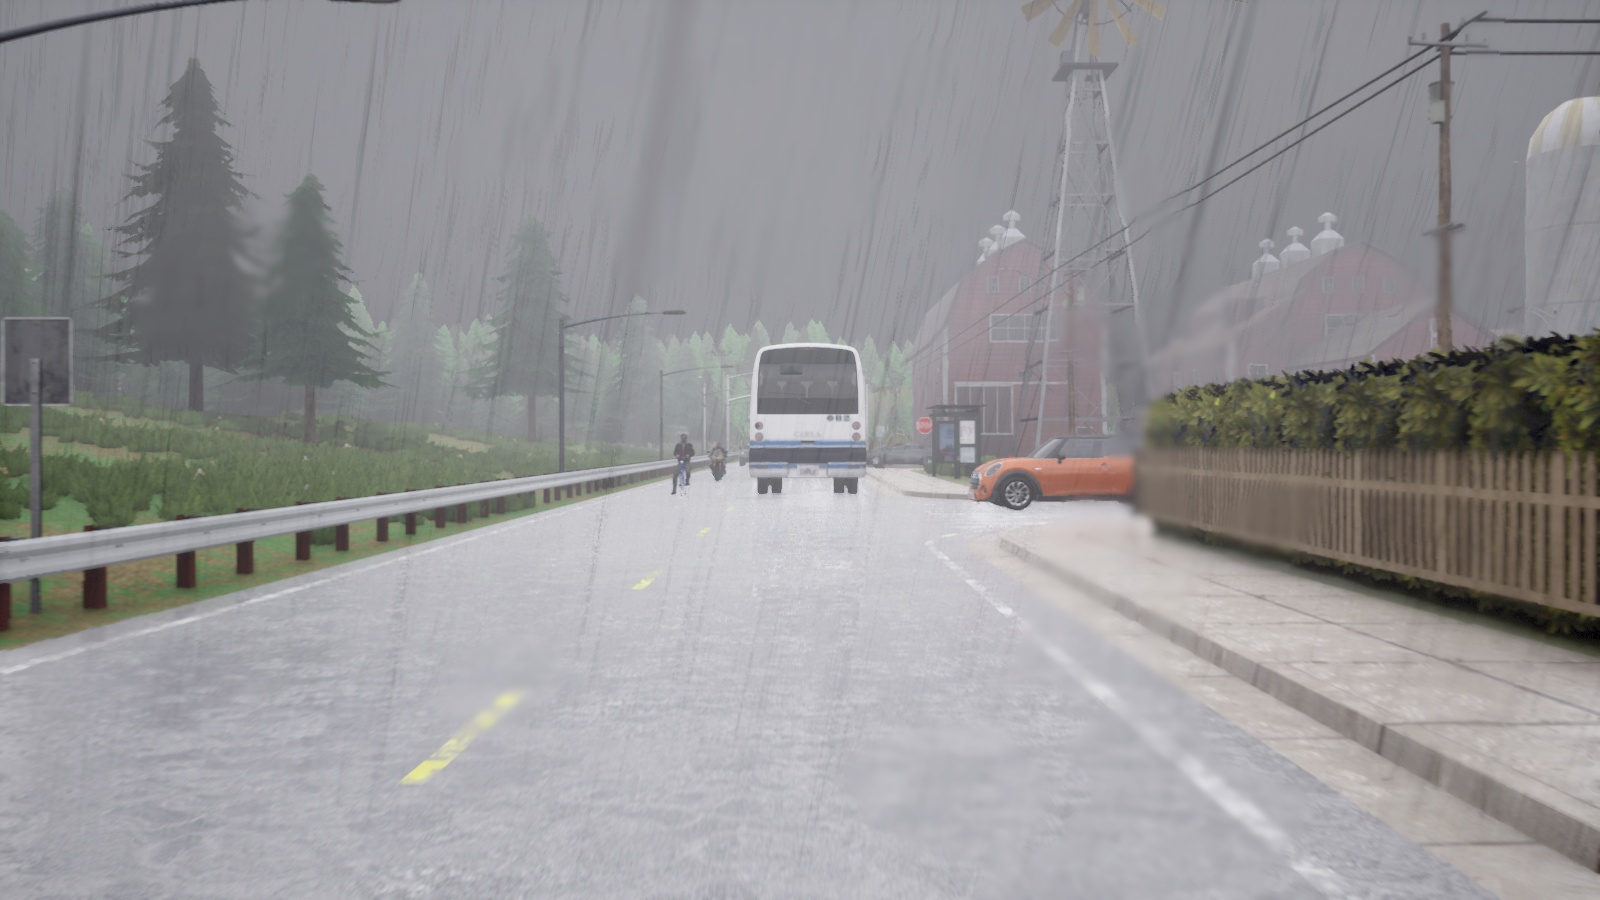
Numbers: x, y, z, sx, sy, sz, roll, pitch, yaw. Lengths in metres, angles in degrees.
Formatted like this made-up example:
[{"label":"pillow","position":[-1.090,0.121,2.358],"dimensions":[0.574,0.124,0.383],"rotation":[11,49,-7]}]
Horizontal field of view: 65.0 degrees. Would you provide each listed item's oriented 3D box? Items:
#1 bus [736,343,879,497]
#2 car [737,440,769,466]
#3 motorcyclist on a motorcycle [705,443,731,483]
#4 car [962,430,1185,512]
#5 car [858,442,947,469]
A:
[{"label":"bus","position":[0.242,-0.854,39.824],"dimensions":[3.944,4.253,10.273],"rotation":[0,0,0]},{"label":"car","position":[-3.022,0.182,81.440],"dimensions":[1.851,1.617,3.988],"rotation":[0,0,0]},{"label":"motorcyclist on a motorcycle","position":[-3.206,0.502,49.122],"dimensions":[0.866,1.530,2.191],"rotation":[0,0,0]},{"label":"car","position":[6.086,0.450,28.349],"dimensions":[4.553,1.767,2.097],"rotation":[0,0,-1]},{"label":"car","position":[5.863,0.303,71.780],"dimensions":[4.902,1.511,2.128],"rotation":[0,0,10]}]
